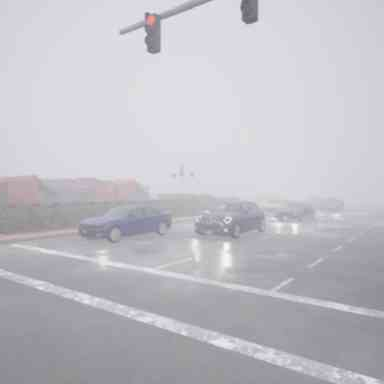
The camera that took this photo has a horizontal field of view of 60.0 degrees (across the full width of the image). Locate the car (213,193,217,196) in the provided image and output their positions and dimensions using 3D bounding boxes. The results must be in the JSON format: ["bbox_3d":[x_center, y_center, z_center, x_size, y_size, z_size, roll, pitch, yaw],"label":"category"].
[{"bbox_3d":[4.014,1.227,63.660,3.806,1.475,1.970,0,0,35],"label":"car"}]

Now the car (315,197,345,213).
[{"bbox_3d":[14.915,1.374,35.327,1.837,1.490,4.892,0,0,35],"label":"car"}]

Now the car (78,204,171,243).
[{"bbox_3d":[-3.043,1.380,15.896,1.882,1.535,5.008,0,0,35],"label":"car"}]

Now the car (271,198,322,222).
[{"bbox_3d":[8.078,1.436,25.630,2.033,1.411,5.357,0,0,35],"label":"car"}]

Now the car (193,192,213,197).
[{"bbox_3d":[0.816,0.994,59.088,4.605,1.855,1.932,0,0,35],"label":"car"}]

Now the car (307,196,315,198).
[{"bbox_3d":[15.140,1.329,41.693,1.882,1.535,5.008,0,0,36],"label":"car"}]

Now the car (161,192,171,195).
[{"bbox_3d":[-4.933,1.179,77.124,3.806,1.475,1.970,0,0,35],"label":"car"}]

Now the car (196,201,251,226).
[{"bbox_3d":[2.341,1.413,23.528,1.812,1.442,4.674,0,0,35],"label":"car"}]

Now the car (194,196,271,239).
[{"bbox_3d":[2.036,1.258,17.024,2.097,1.767,4.553,0,0,35],"label":"car"}]

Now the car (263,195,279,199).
[{"bbox_3d":[8.096,1.349,31.728,1.882,1.535,5.008,0,1,35],"label":"car"}]
